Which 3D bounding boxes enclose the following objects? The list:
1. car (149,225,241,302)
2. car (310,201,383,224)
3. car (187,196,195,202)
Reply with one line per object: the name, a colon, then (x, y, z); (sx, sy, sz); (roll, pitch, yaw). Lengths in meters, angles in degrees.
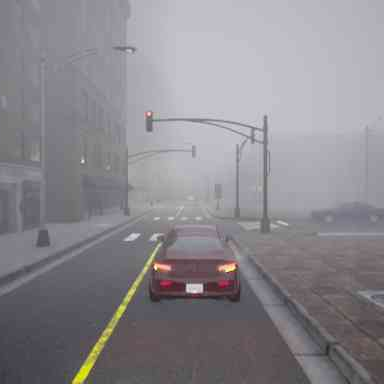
car: (0.074, 1.522, 8.139); (1.812, 1.442, 4.674); (0, 0, 1)
car: (11.078, 1.421, 23.851); (5.008, 1.535, 1.882); (0, 0, 0)
car: (-0.150, 1.532, 76.115); (1.812, 1.442, 4.674); (0, 0, 0)
